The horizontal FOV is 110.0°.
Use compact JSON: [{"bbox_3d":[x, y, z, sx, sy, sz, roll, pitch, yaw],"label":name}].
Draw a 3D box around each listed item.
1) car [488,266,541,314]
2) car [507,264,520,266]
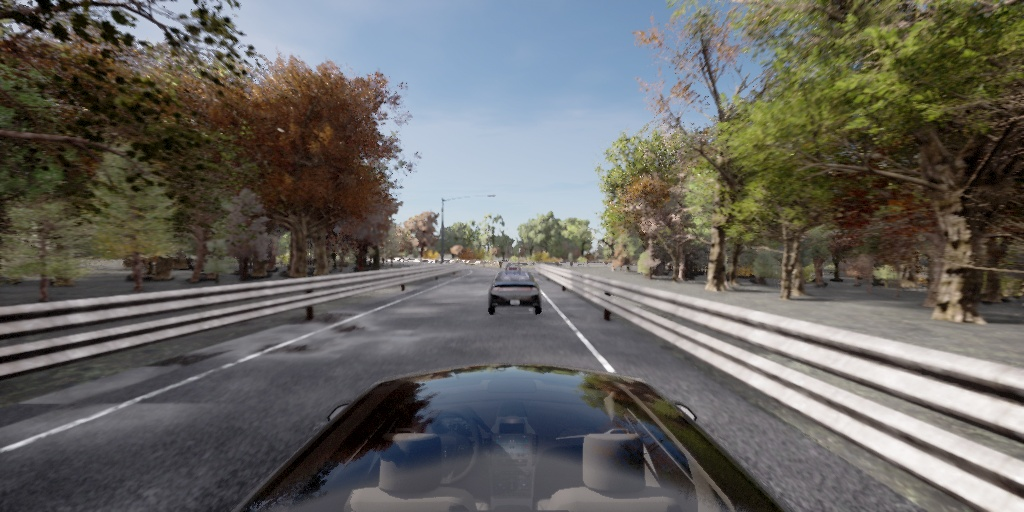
[{"bbox_3d":[0.104,1.318,14.197,2.128,1.511,4.902,0,0,0],"label":"car"},{"bbox_3d":[0.188,1.604,44.520,1.895,1.301,4.718,0,0,2],"label":"car"}]
